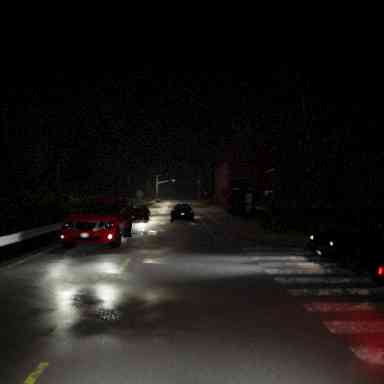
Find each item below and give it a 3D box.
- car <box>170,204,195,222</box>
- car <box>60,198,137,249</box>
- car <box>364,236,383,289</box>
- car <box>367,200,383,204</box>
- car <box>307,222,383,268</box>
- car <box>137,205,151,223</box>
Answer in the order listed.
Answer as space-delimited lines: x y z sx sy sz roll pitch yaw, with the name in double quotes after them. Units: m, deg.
-0.819 1.733 28.514 1.994 1.385 4.181 0 0 -2 "car"
-4.134 1.309 15.315 2.150 2.045 5.566 0 -1 -2 "car"
6.238 1.654 6.839 4.718 1.301 1.895 0 0 -17 "car"
25.975 1.834 46.741 1.816 1.474 4.193 0 0 -2 "car"
6.392 1.679 11.058 4.718 1.301 1.895 0 0 -3 "car"
-4.474 1.718 27.106 1.994 1.385 4.181 0 0 -1 "car"
